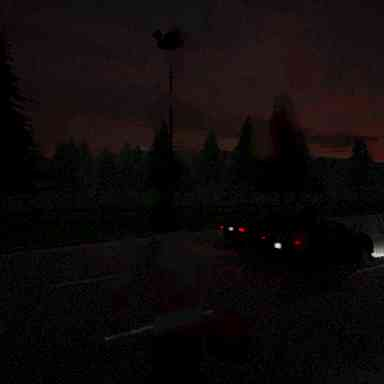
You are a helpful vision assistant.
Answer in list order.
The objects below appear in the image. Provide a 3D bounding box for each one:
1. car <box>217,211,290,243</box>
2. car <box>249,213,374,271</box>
[{"bbox_3d":[3.626,1.550,14.952,5.357,1.411,2.033,0,0,-35],"label":"car"},{"bbox_3d":[4.190,1.566,11.061,4.181,1.385,1.994,0,0,-35],"label":"car"}]
